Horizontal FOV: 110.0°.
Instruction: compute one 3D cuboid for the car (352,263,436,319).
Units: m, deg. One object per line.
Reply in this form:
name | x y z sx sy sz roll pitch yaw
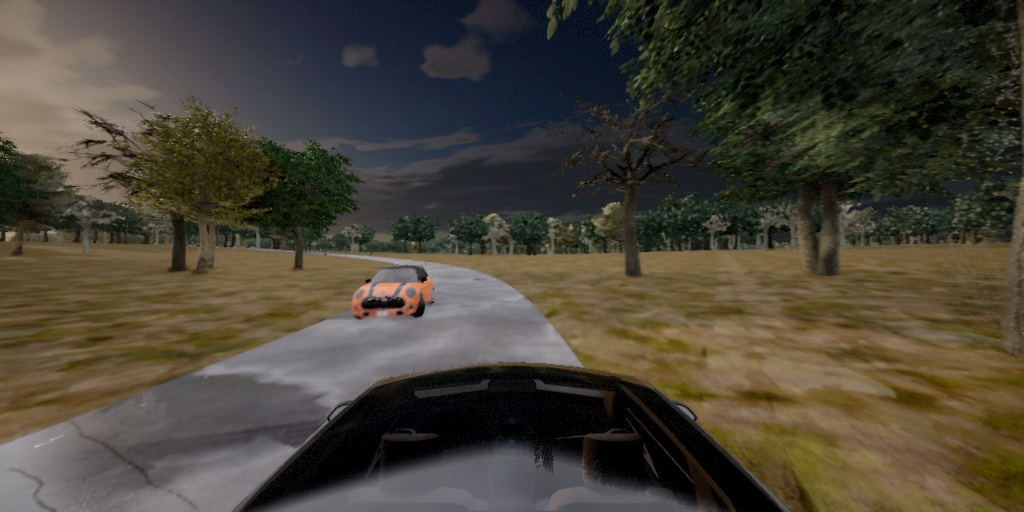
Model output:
car | -4.113 1.147 13.116 2.097 1.767 4.553 -1 0 -4
